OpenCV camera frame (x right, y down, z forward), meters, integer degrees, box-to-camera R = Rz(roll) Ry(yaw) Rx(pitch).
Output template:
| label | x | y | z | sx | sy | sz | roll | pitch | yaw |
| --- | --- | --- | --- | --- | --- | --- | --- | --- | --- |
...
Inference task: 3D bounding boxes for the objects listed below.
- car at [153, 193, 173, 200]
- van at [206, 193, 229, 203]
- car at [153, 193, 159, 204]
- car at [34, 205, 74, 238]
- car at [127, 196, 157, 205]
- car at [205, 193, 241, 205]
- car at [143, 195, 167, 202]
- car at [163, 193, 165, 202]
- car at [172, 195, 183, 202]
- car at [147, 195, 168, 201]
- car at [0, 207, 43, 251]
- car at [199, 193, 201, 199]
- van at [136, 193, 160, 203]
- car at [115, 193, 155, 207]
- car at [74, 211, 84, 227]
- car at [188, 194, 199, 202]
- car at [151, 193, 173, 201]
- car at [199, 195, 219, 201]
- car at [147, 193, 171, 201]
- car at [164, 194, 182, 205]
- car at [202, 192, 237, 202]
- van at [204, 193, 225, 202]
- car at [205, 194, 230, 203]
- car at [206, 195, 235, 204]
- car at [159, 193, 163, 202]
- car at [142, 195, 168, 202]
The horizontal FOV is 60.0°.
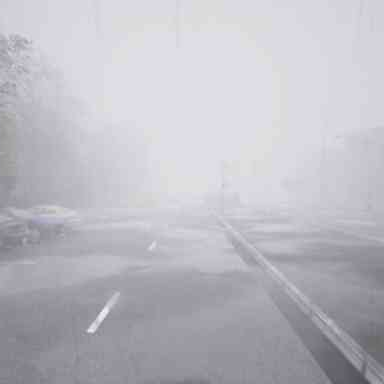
| label | x | y | z | sx | sy | sz | roll | pitch | yaw |
| --- | --- | --- | --- | --- | --- | --- | --- | --- | --- |
| car | -8.188 | 1.312 | 93.835 | 5.566 | 2.045 | 2.435 | 0 | -1 | 0 |
| van | 4.979 | 1.142 | 66.171 | 4.442 | 1.987 | 1.878 | 0 | 0 | 0 |
| car | -8.238 | 1.316 | 52.185 | 5.008 | 1.535 | 2.097 | 0 | 0 | 0 |
| car | -8.313 | 1.426 | 14.982 | 5.008 | 1.535 | 2.097 | 0 | 0 | 0 |
| car | -8.231 | 1.362 | 54.971 | 4.674 | 1.452 | 2.002 | 0 | 0 | 0 |
| car | 4.847 | 1.312 | 49.355 | 4.892 | 1.521 | 2.231 | 0 | 0 | 0 |
| car | -8.209 | 1.421 | 74.463 | 5.008 | 1.535 | 2.097 | 0 | 0 | 0 |
| car | -8.213 | 1.428 | 68.892 | 4.674 | 1.452 | 2.002 | 0 | 0 | 0 |
| car | -3.129 | 1.467 | 72.401 | 2.033 | 1.411 | 5.357 | 0 | 0 | 0 |
| car | -8.244 | 1.484 | 80.033 | 4.792 | 1.488 | 2.163 | 0 | 0 | 0 |
| car | -8.308 | 1.440 | 11.709 | 4.892 | 1.521 | 2.231 | 0 | 0 | 0 |
| car | 4.836 | 1.183 | 77.385 | 5.566 | 2.045 | 2.435 | 0 | 0 | 0 |
| van | -8.334 | 1.129 | 63.321 | 4.442 | 1.987 | 1.878 | 0 | 0 | 0 |
| car | -8.238 | 1.316 | 46.616 | 5.008 | 1.535 | 2.097 | 0 | 0 | 0 |
| car | -8.298 | 1.455 | 18.131 | 4.674 | 1.452 | 2.002 | 0 | 0 | 0 |
| car | 0.120 | 1.446 | 75.707 | 1.837 | 1.490 | 4.892 | 0 | 0 | 0 |
| car | -8.187 | 1.288 | 91.173 | 5.566 | 2.045 | 2.435 | 0 | -1 | 0 |
| car | 4.678 | 1.533 | 91.396 | 5.366 | 1.575 | 1.946 | 0 | -1 | 0 |
| car | -8.187 | 1.222 | 82.818 | 5.566 | 2.045 | 2.435 | 0 | 0 | 0 |
| car | -3.205 | 1.346 | 56.214 | 1.837 | 1.490 | 4.892 | 0 | 0 | 1 |
| car | 4.818 | 1.061 | 52.156 | 5.566 | 2.045 | 2.435 | 0 | 0 | 0 |
| van | 4.749 | 1.175 | 71.778 | 4.442 | 1.987 | 1.878 | 0 | 0 | 0 |
| car | 4.893 | 1.225 | 63.367 | 4.553 | 1.767 | 2.185 | 0 | 0 | 0 |
| car | 4.849 | 1.326 | 57.760 | 4.892 | 1.521 | 2.231 | 0 | 0 | 0 |
| car | -8.190 | 1.216 | 60.540 | 4.553 | 1.767 | 2.185 | 0 | 0 | 0 |
| car | -8.029 | 1.402 | 71.677 | 5.366 | 1.575 | 1.946 | 0 | 0 | 0 |
